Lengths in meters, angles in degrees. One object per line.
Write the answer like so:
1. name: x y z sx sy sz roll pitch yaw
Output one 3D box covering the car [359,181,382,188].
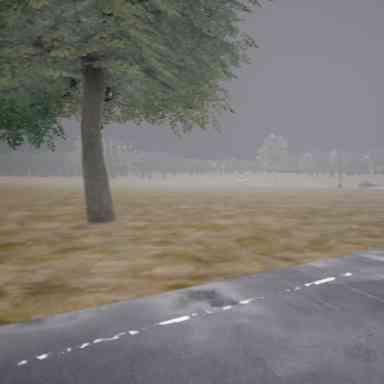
1. car: 41.115 -1.654 76.647 1.837 1.490 4.892 -2 3 -34
